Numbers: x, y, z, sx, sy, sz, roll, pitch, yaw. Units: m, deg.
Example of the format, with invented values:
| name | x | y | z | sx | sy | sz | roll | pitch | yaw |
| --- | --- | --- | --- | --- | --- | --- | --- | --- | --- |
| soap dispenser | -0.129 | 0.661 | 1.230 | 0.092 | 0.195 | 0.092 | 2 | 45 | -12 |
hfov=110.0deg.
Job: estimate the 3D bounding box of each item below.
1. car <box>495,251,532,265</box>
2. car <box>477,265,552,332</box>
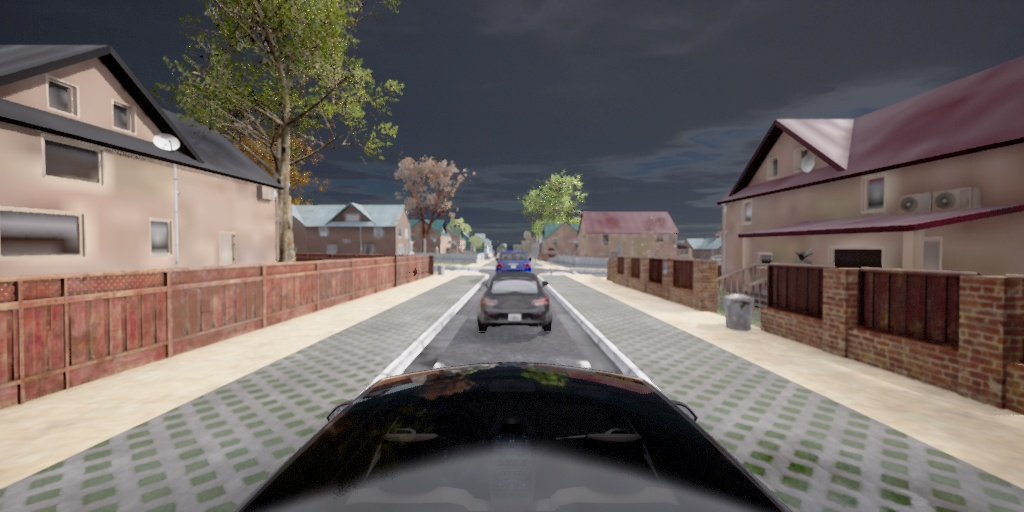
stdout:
| name | x | y | z | sx | sy | sz | roll | pitch | yaw |
| --- | --- | --- | --- | --- | --- | --- | --- | --- | --- |
| car | 0.102 | 0.670 | 22.847 | 2.150 | 2.045 | 5.566 | 0 | 1 | 0 |
| car | 0.085 | 1.151 | 10.212 | 1.812 | 1.442 | 4.674 | 0 | 1 | 1 |
